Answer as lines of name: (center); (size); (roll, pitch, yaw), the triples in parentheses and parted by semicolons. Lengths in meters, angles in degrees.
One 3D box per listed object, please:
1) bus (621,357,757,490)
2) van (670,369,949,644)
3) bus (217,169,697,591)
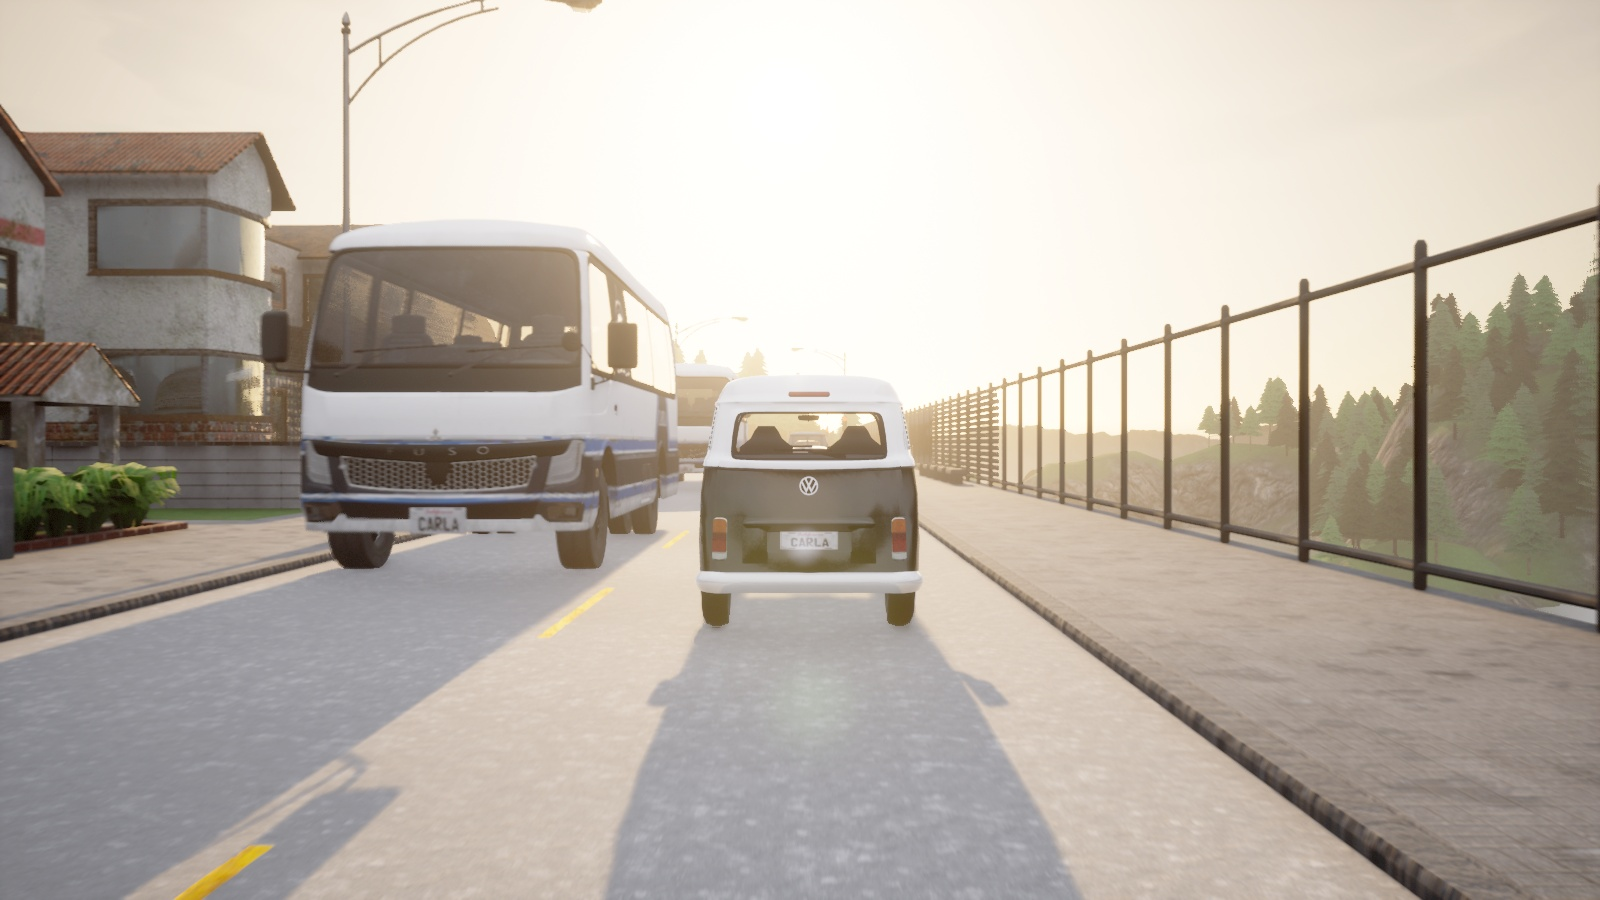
bus: (-3.726, -0.888, 45.280); (3.944, 4.253, 10.273); (0, 0, 0)
van: (0.081, 0.405, 11.535); (2.069, 2.038, 4.480); (0, 0, 0)
bus: (-3.882, -0.733, 17.799); (3.944, 4.253, 10.273); (0, 0, 0)
